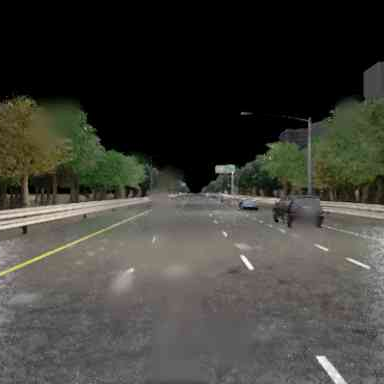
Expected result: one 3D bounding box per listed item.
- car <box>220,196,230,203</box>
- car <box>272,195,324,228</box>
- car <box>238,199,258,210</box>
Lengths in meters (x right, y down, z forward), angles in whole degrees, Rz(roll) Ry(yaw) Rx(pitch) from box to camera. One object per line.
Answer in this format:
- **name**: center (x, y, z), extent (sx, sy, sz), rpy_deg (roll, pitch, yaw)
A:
- **car**: center (7.307, 1.627, 72.875), extent (2.033, 1.411, 5.357), rpy_deg (0, 0, 0)
- **car**: center (7.033, 1.238, 22.608), extent (2.150, 2.045, 5.566), rpy_deg (0, 0, 0)
- **car**: center (7.110, 1.609, 42.534), extent (1.994, 1.385, 4.181), rpy_deg (0, 0, 0)
